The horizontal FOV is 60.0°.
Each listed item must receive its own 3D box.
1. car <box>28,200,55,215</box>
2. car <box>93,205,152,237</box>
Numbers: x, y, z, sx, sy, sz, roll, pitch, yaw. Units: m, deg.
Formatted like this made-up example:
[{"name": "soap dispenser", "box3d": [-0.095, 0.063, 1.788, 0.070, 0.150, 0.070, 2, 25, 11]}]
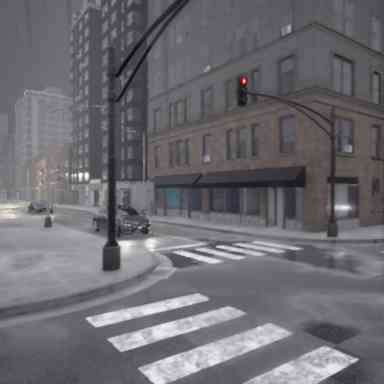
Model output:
[{"name": "car", "box3d": [-16.180, 1.615, 35.496, 2.033, 1.411, 5.357, 0, 0, -36]}, {"name": "car", "box3d": [-3.999, 1.525, 18.482, 1.837, 1.490, 4.892, 0, 0, -36]}]
